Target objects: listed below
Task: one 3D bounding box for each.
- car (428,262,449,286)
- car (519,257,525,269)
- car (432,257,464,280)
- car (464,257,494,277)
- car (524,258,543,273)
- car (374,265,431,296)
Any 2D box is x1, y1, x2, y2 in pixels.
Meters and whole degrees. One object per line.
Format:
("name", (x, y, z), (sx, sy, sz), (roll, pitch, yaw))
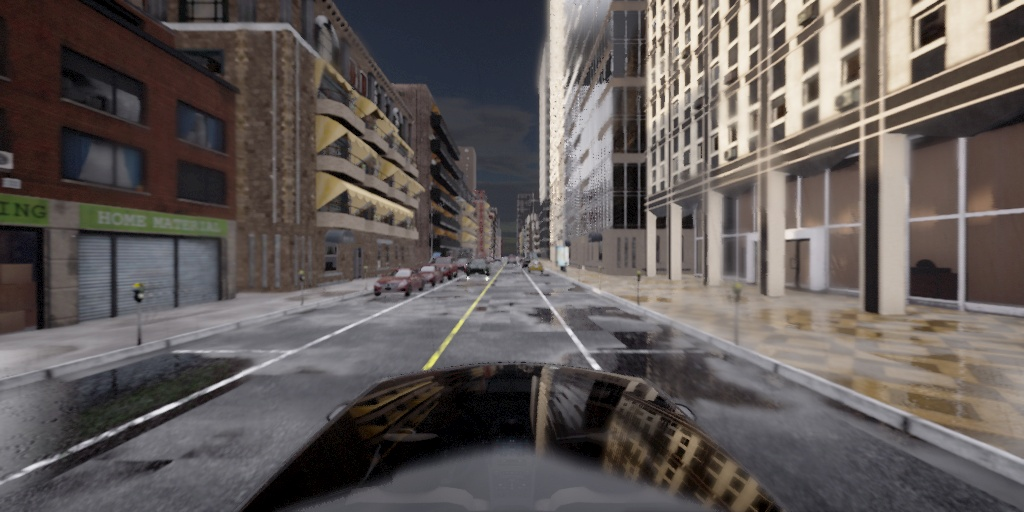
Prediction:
("car", (-5.694, 1.249, 24.232), (1.802, 1.307, 4.207), (0, 0, 0))
("car", (2.346, 1.079, 51.984), (1.837, 1.490, 4.892), (0, 0, 0))
("car", (-5.696, 0.962, 29.881), (2.192, 1.841, 5.009), (0, 0, 0))
("car", (-3.098, 0.987, 33.860), (2.097, 1.767, 4.553), (0, 0, 0))
("car", (2.683, 1.136, 41.349), (1.751, 1.417, 4.829), (0, 0, 0))
("car", (-5.693, 1.268, 18.583), (1.802, 1.307, 4.207), (0, 0, 0))
